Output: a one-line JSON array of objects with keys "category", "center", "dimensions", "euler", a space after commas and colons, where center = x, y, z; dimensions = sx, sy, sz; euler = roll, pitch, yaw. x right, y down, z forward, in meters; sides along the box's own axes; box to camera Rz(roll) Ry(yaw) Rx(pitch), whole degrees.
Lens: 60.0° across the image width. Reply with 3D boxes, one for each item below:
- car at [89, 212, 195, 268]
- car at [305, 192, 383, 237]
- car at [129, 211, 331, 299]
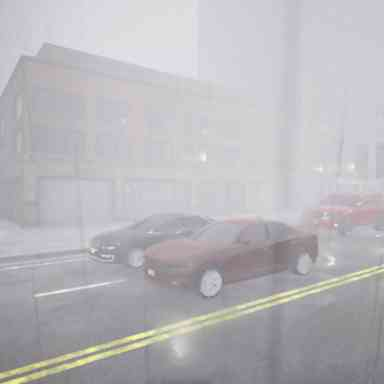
[{"category": "car", "center": [-0.885, 1.453, 11.019], "dimensions": [4.892, 1.490, 1.837], "euler": [0, 0, -36]}, {"category": "car", "center": [8.119, 1.060, 17.394], "dimensions": [5.566, 2.045, 2.150], "euler": [-1, 0, -35]}, {"category": "car", "center": [1.177, 1.422, 8.502], "dimensions": [5.008, 1.535, 1.882], "euler": [0, 0, -35]}]
